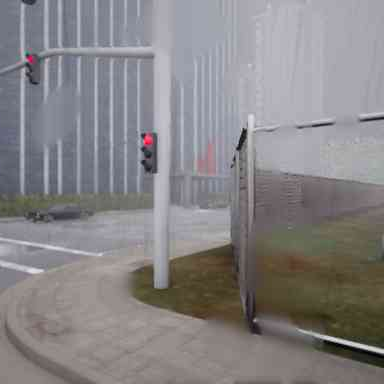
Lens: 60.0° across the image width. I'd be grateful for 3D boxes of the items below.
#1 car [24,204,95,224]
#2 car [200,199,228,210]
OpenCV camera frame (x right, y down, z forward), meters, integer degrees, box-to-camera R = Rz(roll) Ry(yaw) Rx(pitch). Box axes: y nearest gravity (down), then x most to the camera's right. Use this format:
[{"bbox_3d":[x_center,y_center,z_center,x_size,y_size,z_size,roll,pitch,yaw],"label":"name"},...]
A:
[{"bbox_3d":[-9.543,1.543,24.251,1.895,1.301,4.718,0,0,36],"label":"car"},{"bbox_3d":[2.715,1.506,41.335,1.994,1.385,4.181,0,0,36],"label":"car"}]
